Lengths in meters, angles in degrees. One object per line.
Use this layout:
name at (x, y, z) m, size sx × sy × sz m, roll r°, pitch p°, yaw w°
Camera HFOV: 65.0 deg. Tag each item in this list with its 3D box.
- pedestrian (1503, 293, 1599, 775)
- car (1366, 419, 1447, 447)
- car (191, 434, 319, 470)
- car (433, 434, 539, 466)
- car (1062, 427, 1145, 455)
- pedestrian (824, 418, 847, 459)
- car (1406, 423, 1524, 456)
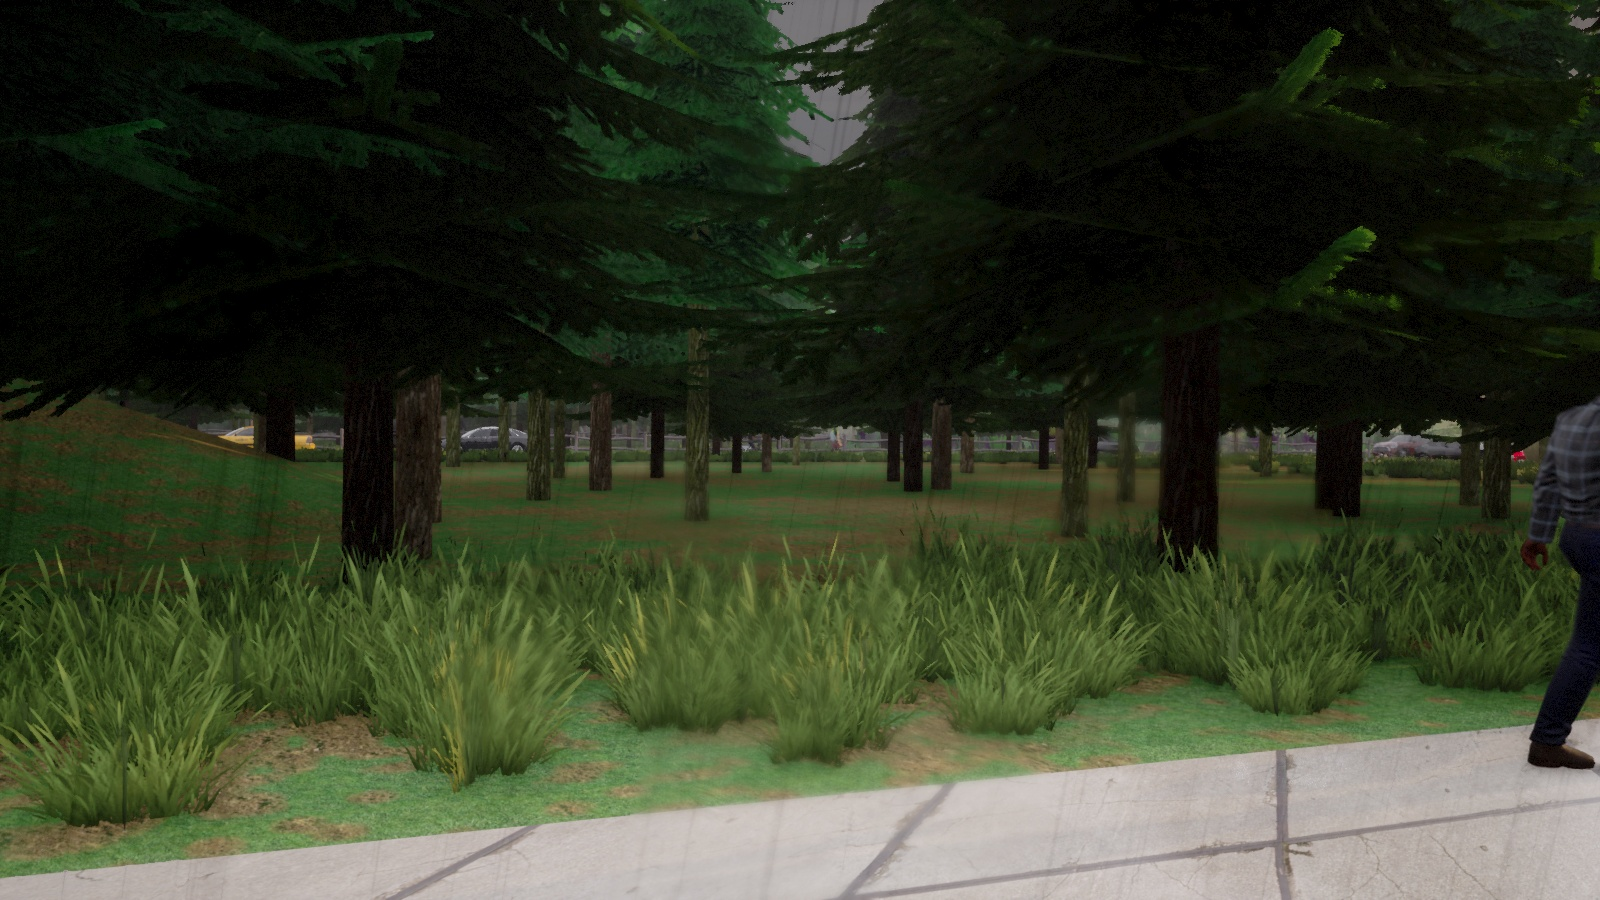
pedestrian at (3.480, 0.336, 5.302) m, size 0.788 × 1.949 × 0.423 m, roll -1°, pitch 1°, yaw -2°
car at (39.499, -1.109, 81.790) m, size 4.553 × 1.767 × 2.097 m, roll -1°, pitch 1°, yaw -19°
car at (-25.178, 0.062, 58.221) m, size 5.366 × 1.575 × 1.801 m, roll -1°, pitch 1°, yaw -21°
car at (-15.475, -0.037, 61.913) m, size 4.892 × 1.490 × 1.837 m, roll -1°, pitch 1°, yaw -21°
car at (16.977, -0.523, 70.245) m, size 4.193 × 1.474 × 1.816 m, roll -1°, pitch 1°, yaw -19°
pedestrian at (1.693, -0.558, 60.331) m, size 0.873 × 1.952 × 0.659 m, roll -1°, pitch 1°, yaw -24°
car at (32.370, -0.522, 61.294) m, size 2.163 × 1.488 × 4.792 m, roll -1°, pitch 1°, yaw -22°
